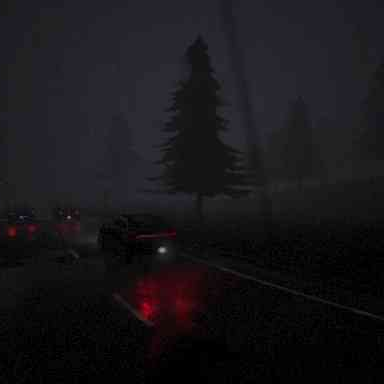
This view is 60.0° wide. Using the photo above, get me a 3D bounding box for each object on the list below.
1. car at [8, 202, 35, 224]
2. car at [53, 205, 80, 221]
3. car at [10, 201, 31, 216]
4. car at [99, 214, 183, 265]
[{"bbox_3d":[-13.932,1.747,27.180,1.812,1.442,4.674,0,0,-28],"label":"car"},{"bbox_3d":[-11.279,1.807,29.658,1.895,1.301,4.718,0,0,-28],"label":"car"},{"bbox_3d":[-19.689,1.861,38.228,2.033,1.411,5.357,0,0,-27],"label":"car"},{"bbox_3d":[-2.055,1.552,12.149,2.128,1.511,4.902,0,0,-29],"label":"car"}]
